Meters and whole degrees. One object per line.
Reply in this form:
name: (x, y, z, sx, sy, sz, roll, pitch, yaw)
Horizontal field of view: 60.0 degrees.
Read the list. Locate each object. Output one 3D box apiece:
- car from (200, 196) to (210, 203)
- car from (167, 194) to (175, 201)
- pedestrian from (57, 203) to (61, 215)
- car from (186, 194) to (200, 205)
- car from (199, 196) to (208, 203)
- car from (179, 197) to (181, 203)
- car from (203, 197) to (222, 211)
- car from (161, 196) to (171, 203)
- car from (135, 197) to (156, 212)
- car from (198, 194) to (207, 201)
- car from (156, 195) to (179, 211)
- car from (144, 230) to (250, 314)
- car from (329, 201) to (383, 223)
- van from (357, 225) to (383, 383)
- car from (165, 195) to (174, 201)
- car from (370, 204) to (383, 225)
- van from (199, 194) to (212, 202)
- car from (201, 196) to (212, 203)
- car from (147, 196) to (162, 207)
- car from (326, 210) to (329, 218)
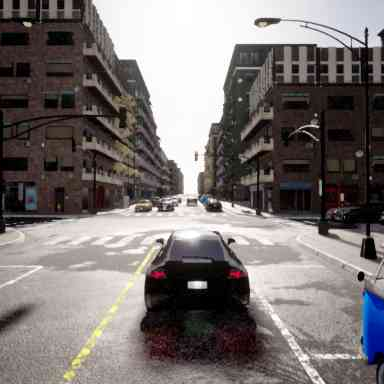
car: (2.616, 1.552, 68.445, 1.752, 1.417, 4.829, 1, 0, 0)
car: (-5.791, 1.480, 90.836, 1.967, 1.590, 4.097, 1, 0, 0)
pedestrian: (-12.579, 1.597, 31.478, 0.500, 1.100, 0.500, 0, -1, 1)
car: (0.023, 1.514, 59.743, 2.128, 1.511, 4.902, 0, 0, 0)
car: (2.608, 1.612, 73.918, 1.802, 1.307, 4.206, 1, 0, 0)
car: (-3.149, 1.545, 53.079, 1.812, 1.442, 4.674, 0, 0, 0)
car: (2.652, 1.580, 40.062, 1.947, 1.339, 4.313, 1, 0, 0)
car: (-5.771, 1.574, 73.907, 1.887, 1.381, 4.507, 1, 0, 0)
car: (-5.727, 1.539, 39.881, 1.752, 1.417, 4.829, 1, 0, 0)
car: (2.598, 1.351, 85.203, 2.192, 1.841, 5.009, 1, 0, 0)
car: (-3.145, 1.506, 41.068, 2.128, 1.511, 4.902, 0, 0, 0)
car: (0.091, 1.566, 7.719, 1.994, 1.385, 4.181, 0, 0, 0)
car: (13.501, 1.473, 25.672, 4.553, 1.767, 2.097, 0, -1, 1)
van: (2.671, 1.342, 2.116, 1.690, 1.788, 3.998, 1, 0, 0)
car: (-5.786, 1.587, 85.192, 2.008, 1.369, 4.403, 1, 0, 0)
car: (13.513, 1.583, 19.880, 4.313, 1.339, 1.947, 0, -1, 1)
van: (2.634, 1.362, 56.990, 1.690, 1.788, 3.998, 1, 0, 0)
car: (2.645, 1.567, 45.705, 2.008, 1.369, 4.403, 1, 0, 0)
car: (-5.741, 1.459, 51.337, 1.967, 1.590, 4.097, 1, 0, 0)
car: (13.606, 1.608, 28.261, 4.097, 1.590, 1.967, 0, -1, 1)
